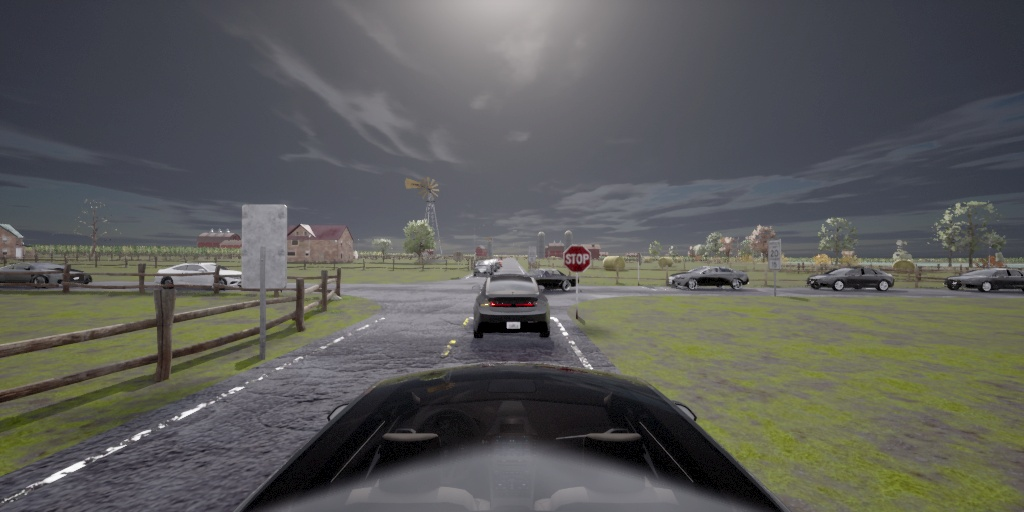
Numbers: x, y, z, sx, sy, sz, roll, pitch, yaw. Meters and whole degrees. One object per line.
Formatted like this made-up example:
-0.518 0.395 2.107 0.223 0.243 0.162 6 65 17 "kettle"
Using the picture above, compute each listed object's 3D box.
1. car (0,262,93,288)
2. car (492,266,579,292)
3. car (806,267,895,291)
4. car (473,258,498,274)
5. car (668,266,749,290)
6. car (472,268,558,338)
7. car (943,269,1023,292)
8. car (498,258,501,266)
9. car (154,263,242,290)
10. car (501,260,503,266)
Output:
-26.364 1.048 20.027 4.181 1.385 1.994 1 -1 -1 "car"
1.499 1.369 20.239 4.718 1.301 1.895 1 0 -35 "car"
22.199 1.499 23.639 4.892 1.490 1.837 1 -1 -1 "car"
-2.860 1.243 36.879 2.128 1.511 4.902 0 0 0 "car"
12.797 1.397 23.468 4.902 1.511 2.128 1 -1 -2 "car"
-0.074 1.256 10.193 1.837 1.490 4.892 0 0 -3 "car"
31.702 1.587 23.760 4.892 1.490 1.837 1 -1 -1 "car"
-2.853 1.241 46.325 2.128 1.511 4.902 0 0 0 "car"
-17.244 1.103 20.149 4.674 1.442 1.812 1 -1 -1 "car"
-2.823 1.240 55.867 2.128 1.511 4.902 0 0 0 "car"
